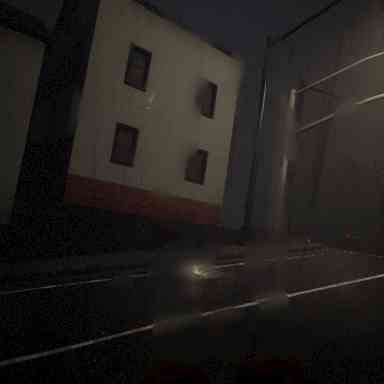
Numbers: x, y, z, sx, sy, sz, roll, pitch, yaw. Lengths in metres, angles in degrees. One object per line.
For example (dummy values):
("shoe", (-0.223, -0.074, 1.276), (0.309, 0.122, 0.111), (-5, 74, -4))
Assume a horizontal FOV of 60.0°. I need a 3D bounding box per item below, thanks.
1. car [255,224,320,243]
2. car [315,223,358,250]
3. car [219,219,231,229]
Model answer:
("car", (8.039, 3.578, 29.278), (2.033, 1.411, 5.357), (12, -7, -35))
("car", (11.964, 3.882, 29.863), (2.150, 2.045, 5.566), (12, -7, -32))
("car", (2.372, 3.566, 37.293), (1.837, 1.490, 4.892), (13, -7, -35))
